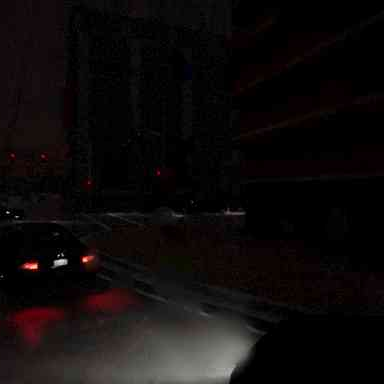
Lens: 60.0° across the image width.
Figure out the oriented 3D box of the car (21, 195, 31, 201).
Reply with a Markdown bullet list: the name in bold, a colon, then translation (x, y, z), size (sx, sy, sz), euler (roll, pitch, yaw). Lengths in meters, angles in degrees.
- **car**: translation (-40.171, 1.525, 80.638), size (2.128, 1.511, 4.902), euler (0, 0, -23)

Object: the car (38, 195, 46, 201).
- **car**: translation (-37.083, 1.539, 82.321), size (2.033, 1.411, 5.357), euler (0, 0, -23)

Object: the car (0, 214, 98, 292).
- **car**: translation (-4.362, 1.547, 9.045), size (2.033, 1.411, 5.357), euler (0, 0, -39)

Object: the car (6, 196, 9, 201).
- **car**: translation (-38.664, 1.525, 68.106), size (2.128, 1.511, 4.902), euler (0, 0, -23)

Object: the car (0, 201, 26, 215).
- **car**: translation (-15.797, 1.646, 26.862), size (4.718, 1.301, 1.895), euler (0, 0, 20)

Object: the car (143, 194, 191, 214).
- **car**: translation (-2.532, 1.277, 36.500), size (5.566, 2.045, 2.150), euler (0, 0, -23)

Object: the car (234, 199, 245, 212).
- **car**: translation (6.620, 1.560, 40.298), size (4.892, 1.490, 1.837), euler (0, 0, -23)

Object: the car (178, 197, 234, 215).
- **car**: translation (1.458, 1.560, 34.367), size (4.892, 1.490, 1.837), euler (0, 0, -23)

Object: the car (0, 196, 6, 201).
- **car**: translation (-34.582, 1.547, 58.433), size (2.033, 1.411, 5.357), euler (0, 0, -23)

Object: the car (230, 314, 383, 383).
- **car**: translation (2.859, 1.547, 2.027), size (5.357, 1.411, 2.033), euler (0, 0, 35)
